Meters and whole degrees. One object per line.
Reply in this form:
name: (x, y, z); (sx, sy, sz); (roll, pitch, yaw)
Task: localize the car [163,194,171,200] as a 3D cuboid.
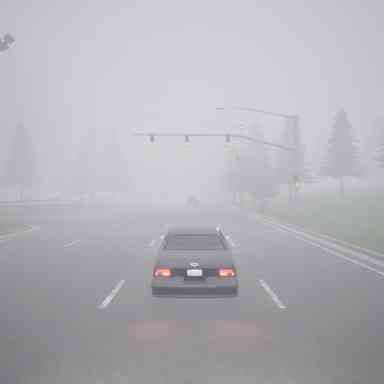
car: (-6.954, 1.385, 93.799); (1.994, 1.385, 4.181); (0, 0, 0)

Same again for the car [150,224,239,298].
car: (0.070, 1.547, 8.694); (2.033, 1.411, 5.357); (0, 0, 0)

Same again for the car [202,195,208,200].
car: (3.546, 1.500, 94.208); (1.837, 1.490, 4.892); (0, 0, 0)

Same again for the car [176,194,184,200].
car: (-3.454, 1.357, 93.798); (2.128, 1.511, 4.902); (0, 0, 0)

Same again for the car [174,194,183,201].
car: (-3.459, 1.516, 83.794); (1.812, 1.442, 4.674); (0, 0, 0)

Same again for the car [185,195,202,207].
car: (0.023, 1.352, 52.733); (2.097, 1.767, 4.553); (0, 0, 0)

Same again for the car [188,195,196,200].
car: (0.046, 1.540, 94.209); (2.033, 1.411, 5.357); (0, 0, 0)

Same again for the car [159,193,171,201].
car: (-6.959, 1.217, 83.409); (2.150, 2.045, 5.566); (0, 0, 0)
